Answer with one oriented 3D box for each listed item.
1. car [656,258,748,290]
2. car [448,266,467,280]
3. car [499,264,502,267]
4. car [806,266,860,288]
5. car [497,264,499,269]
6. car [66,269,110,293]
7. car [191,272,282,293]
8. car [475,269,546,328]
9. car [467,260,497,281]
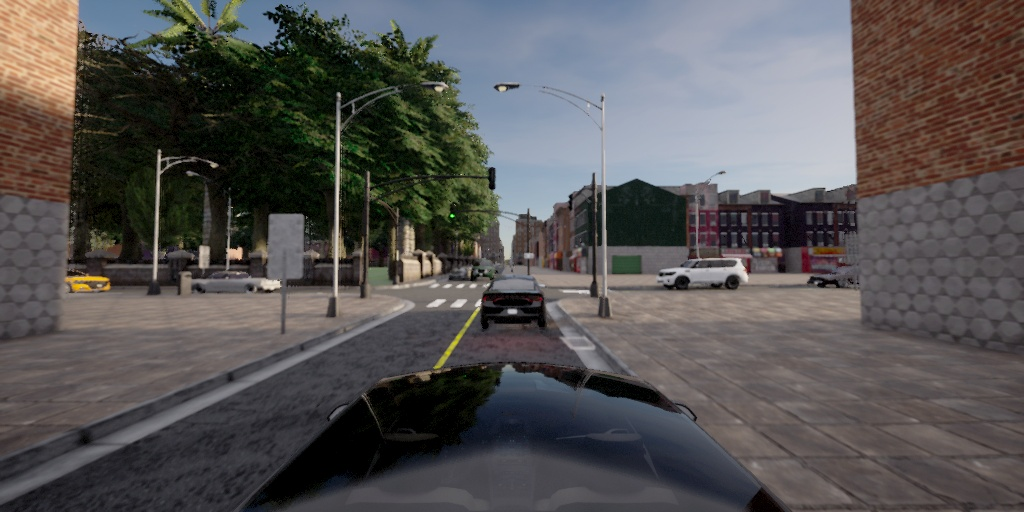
[{"bbox_3d":[12.656,1.184,24.050,5.566,2.045,2.150,-1,-2,0],"label":"car"},{"bbox_3d":[-5.527,1.778,37.357,2.007,1.370,4.403,0,0,0],"label":"car"},{"bbox_3d":[-3.110,2.069,57.443,2.033,1.411,5.357,0,-1,0],"label":"car"},{"bbox_3d":[23.043,1.399,24.099,5.357,1.411,2.033,-1,-2,-1],"label":"car"},{"bbox_3d":[-3.033,1.840,46.740,1.882,1.535,5.008,0,-1,0],"label":"car"},{"bbox_3d":[-26.537,1.451,20.896,5.008,1.535,1.882,0,-2,0],"label":"car"},{"bbox_3d":[-16.157,1.581,20.936,4.718,1.301,1.895,0,-2,0],"label":"car"},{"bbox_3d":[0.115,1.361,12.036,1.882,1.535,5.008,0,-1,2],"label":"car"},{"bbox_3d":[-2.959,1.438,36.561,2.150,2.045,5.566,0,-1,-1],"label":"car"}]
